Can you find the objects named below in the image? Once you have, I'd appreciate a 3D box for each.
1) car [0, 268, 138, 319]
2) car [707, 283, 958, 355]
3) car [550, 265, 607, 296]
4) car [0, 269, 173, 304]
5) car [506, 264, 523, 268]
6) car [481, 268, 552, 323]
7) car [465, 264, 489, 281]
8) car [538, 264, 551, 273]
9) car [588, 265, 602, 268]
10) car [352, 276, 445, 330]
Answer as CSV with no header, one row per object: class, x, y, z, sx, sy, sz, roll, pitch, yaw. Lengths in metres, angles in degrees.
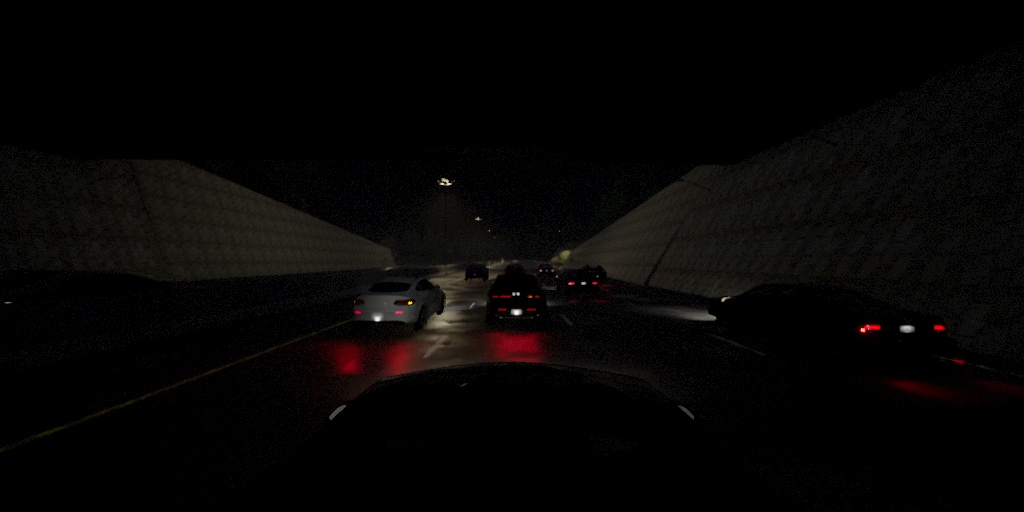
car,-17.551,1.279,13.335,2.128,1.511,4.902,0,0,0
car,7.127,1.385,8.965,2.033,1.411,5.357,0,0,0
car,3.682,1.475,20.898,2.033,1.411,5.357,0,0,0
car,-14.059,1.264,11.751,1.882,1.535,5.008,0,0,0
car,0.241,1.505,33.947,1.882,1.535,5.008,0,0,0
car,0.143,1.348,12.499,1.837,1.490,4.892,0,0,0
car,-3.259,1.493,33.991,1.882,1.535,5.008,0,0,0
car,3.772,1.649,41.109,2.033,1.411,5.357,0,0,0
car,7.235,1.532,32.638,2.128,1.511,4.902,0,0,0
car,-3.362,1.346,11.306,1.812,1.442,4.674,0,0,0
